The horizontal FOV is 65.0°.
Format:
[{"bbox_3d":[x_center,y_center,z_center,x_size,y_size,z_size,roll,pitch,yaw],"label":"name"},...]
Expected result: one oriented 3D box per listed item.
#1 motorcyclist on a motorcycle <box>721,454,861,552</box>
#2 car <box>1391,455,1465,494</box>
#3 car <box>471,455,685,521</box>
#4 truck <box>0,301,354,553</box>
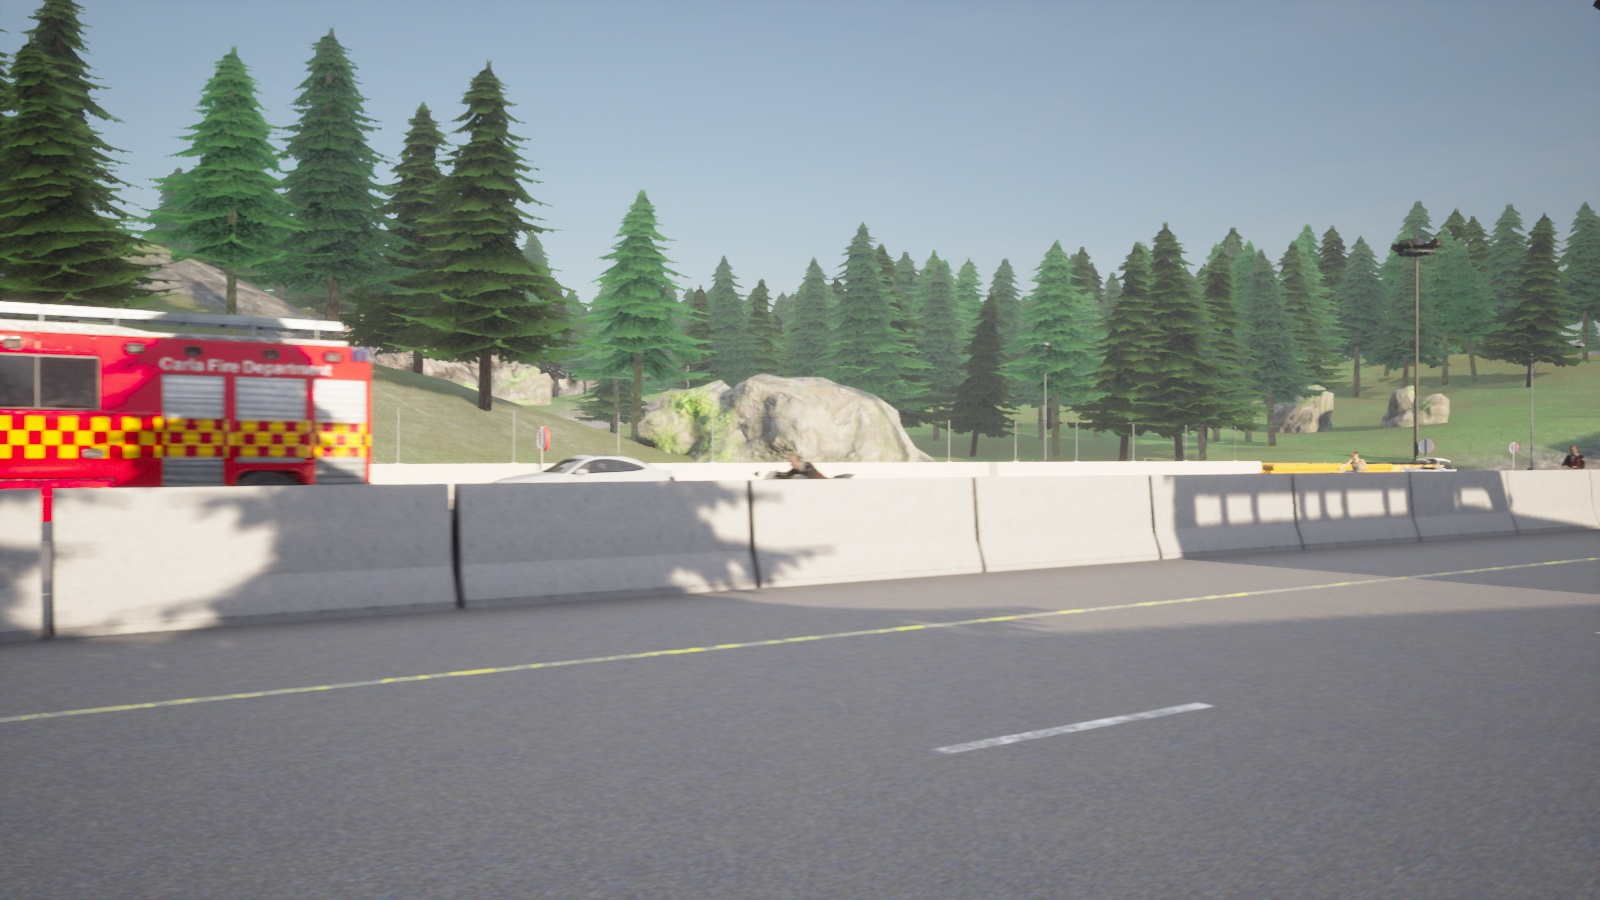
[{"bbox_3d":[-0.138,0.831,20.620,2.191,1.530,0.866,0,0,-35],"label":"motorcyclist on a motorcycle"},{"bbox_3d":[22.454,0.861,44.873,2.207,1.376,1.481,1,-1,-35],"label":"car"},{"bbox_3d":[-5.225,0.855,29.871,4.674,1.442,1.812,0,0,-35],"label":"car"},{"bbox_3d":[-12.133,-0.343,20.803,8.468,3.827,2.891,0,0,-35],"label":"truck"}]
